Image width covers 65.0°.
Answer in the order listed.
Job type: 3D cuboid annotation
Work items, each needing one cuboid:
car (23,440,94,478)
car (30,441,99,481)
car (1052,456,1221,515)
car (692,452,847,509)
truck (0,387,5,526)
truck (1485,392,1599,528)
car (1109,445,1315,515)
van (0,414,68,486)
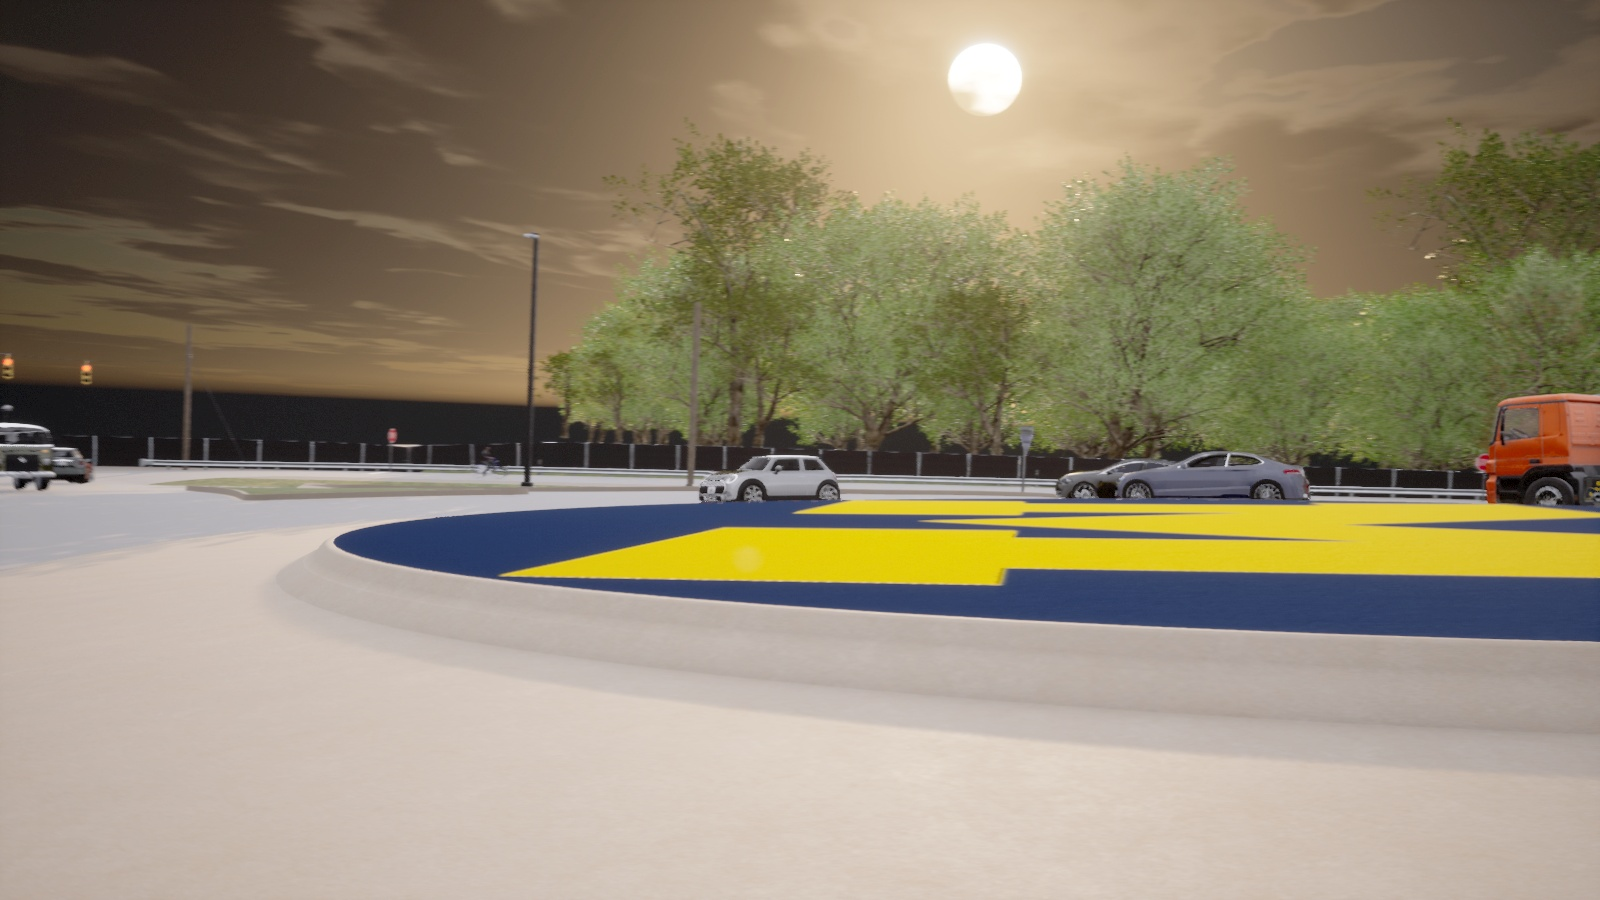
[{"bbox_3d":[-30.815,0.372,52.123,1.970,1.475,3.806,2,-1,-39],"label":"car"},{"bbox_3d":[-35.003,0.518,59.883,2.097,1.767,4.553,2,-1,-22],"label":"car"},{"bbox_3d":[10.470,1.064,39.067,4.902,1.511,2.128,2,1,18],"label":"car"},{"bbox_3d":[-0.814,0.838,34.628,3.806,1.475,1.970,1,-1,-35],"label":"car"},{"bbox_3d":[-14.989,0.150,19.519,2.627,2.467,5.204,3,1,-11],"label":"truck"},{"bbox_3d":[22.320,0.241,32.056,2.891,3.462,7.936,1,-2,-35],"label":"truck"},{"bbox_3d":[11.146,0.817,33.977,5.027,1.651,2.152,1,-5,25],"label":"car"},{"bbox_3d":[-23.772,0.027,37.632,2.069,2.038,4.480,1,-1,-45],"label":"van"}]
